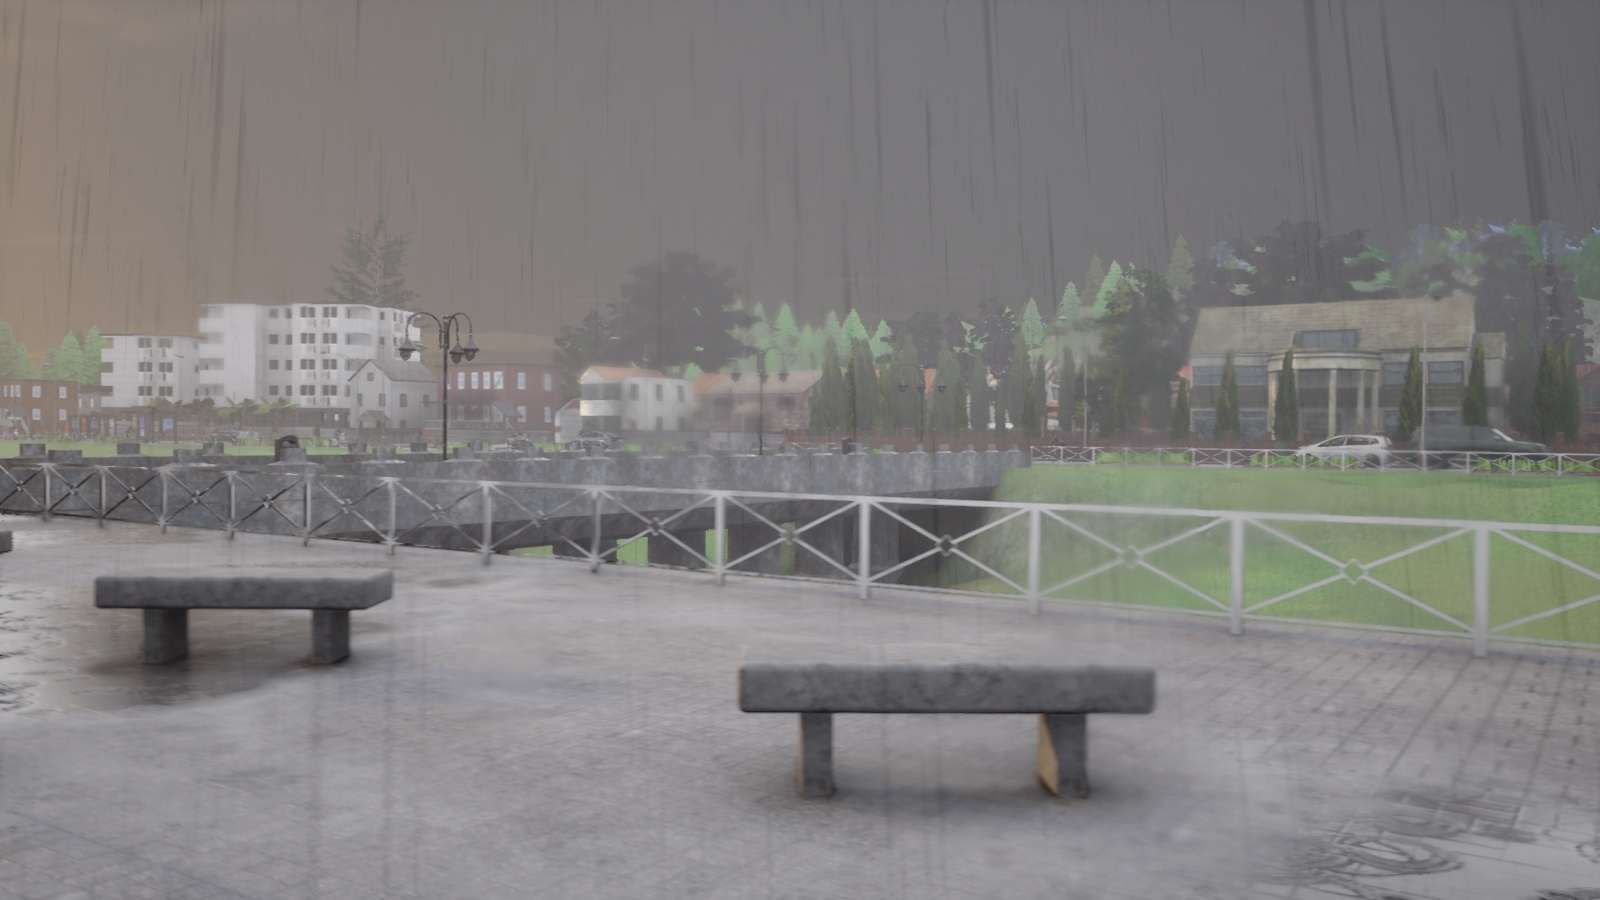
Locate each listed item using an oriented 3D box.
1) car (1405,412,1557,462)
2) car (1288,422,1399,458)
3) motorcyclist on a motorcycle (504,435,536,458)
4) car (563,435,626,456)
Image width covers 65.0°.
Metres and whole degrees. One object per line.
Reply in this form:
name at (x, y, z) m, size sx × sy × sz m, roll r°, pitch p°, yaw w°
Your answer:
car at (29.242, -0.552, 54.020) m, size 5.566 × 2.045 × 2.150 m, roll 0°, pitch 1°, yaw 34°
car at (26.287, -0.492, 60.788) m, size 4.611 × 1.667 × 2.242 m, roll 0°, pitch 1°, yaw 34°
motorcyclist on a motorcycle at (-19.226, -0.236, 86.229) m, size 2.191 × 1.530 × 0.866 m, roll 0°, pitch 1°, yaw 34°
car at (-14.379, -0.323, 87.813) m, size 4.193 × 1.474 × 1.816 m, roll 0°, pitch 1°, yaw 34°
